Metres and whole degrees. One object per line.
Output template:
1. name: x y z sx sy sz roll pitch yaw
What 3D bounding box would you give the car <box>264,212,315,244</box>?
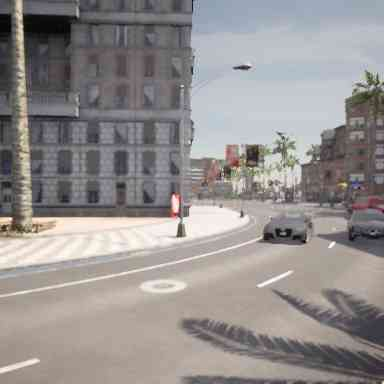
1. car: 5.003 1.705 16.817 1.994 1.385 4.181 0 0 26

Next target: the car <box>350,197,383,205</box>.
1. car: 16.608 1.506 31.336 2.150 2.045 5.566 0 0 5

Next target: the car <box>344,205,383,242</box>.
1. car: 9.072 1.661 17.157 1.837 1.490 4.892 1 0 23
